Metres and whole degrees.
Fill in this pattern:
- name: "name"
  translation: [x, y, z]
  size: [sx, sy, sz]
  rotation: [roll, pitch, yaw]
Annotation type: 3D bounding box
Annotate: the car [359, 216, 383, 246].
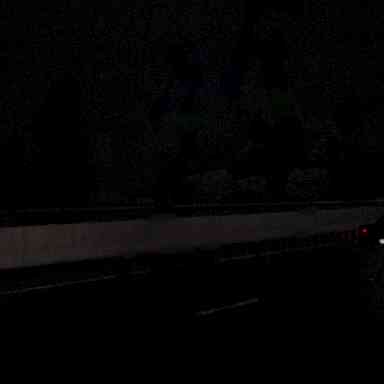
- name: "car"
  translation: [9.021, 1.531, 13.532]
  size: [4.718, 1.301, 1.895]
  rotation: [0, 0, -31]
